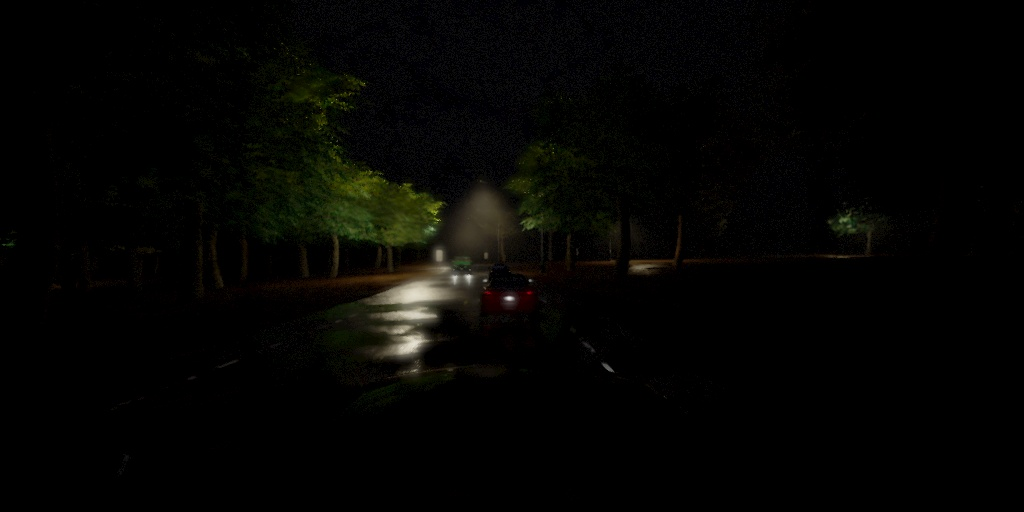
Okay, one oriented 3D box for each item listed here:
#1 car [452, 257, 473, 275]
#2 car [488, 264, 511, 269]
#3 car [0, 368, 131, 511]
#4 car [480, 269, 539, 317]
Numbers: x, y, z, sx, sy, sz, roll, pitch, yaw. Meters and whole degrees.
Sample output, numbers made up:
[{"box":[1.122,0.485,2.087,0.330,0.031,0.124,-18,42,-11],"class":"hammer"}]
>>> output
[{"box":[-5.721,1.095,41.694,2.150,2.045,5.566,0,-1,-6],"class":"car"},{"box":[-1.033,1.363,30.510,1.812,1.442,4.674,0,0,-4],"class":"car"},{"box":[-3.634,1.244,0.427,2.128,1.511,4.902,0,0,0],"class":"car"},{"box":[-0.139,1.336,13.358,1.994,1.385,4.181,0,0,-2],"class":"car"}]
